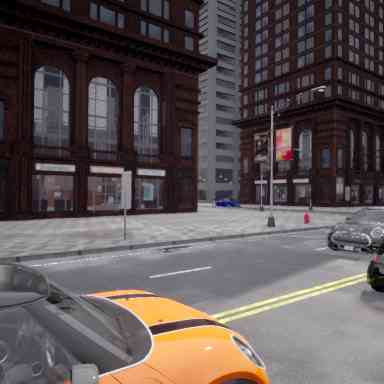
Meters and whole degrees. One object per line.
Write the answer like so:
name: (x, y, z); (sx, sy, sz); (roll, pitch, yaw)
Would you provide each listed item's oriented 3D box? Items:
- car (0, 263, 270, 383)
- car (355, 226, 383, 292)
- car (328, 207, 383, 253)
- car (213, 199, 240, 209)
car: (-1.512, 1.352, 2.360); (4.553, 1.767, 2.097); (0, 0, -36)
car: (5.916, 1.576, 7.681); (4.181, 1.385, 1.994); (0, 0, -35)
car: (7.291, 1.374, 12.899); (4.553, 1.767, 2.097); (0, 0, -36)
car: (5.368, 1.770, 52.226); (1.882, 1.535, 5.008); (1, -1, -35)
